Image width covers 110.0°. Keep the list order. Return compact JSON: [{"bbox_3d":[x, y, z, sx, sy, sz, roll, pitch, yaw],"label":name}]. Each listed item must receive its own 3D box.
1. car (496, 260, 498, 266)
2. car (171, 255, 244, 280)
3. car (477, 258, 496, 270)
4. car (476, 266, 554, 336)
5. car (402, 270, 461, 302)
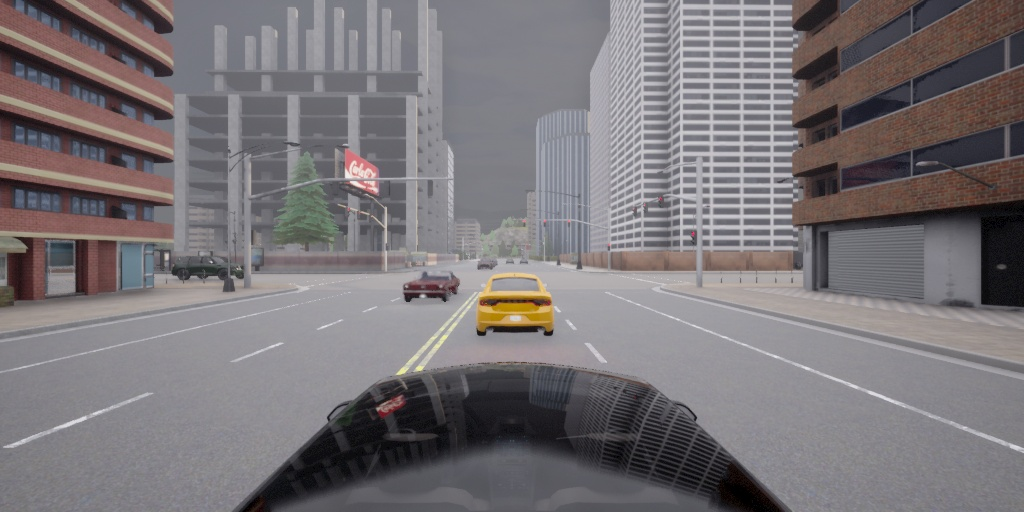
[{"bbox_3d":[-3.902,1.241,62.956,2.128,1.511,4.902,0,0,0],"label":"car"},{"bbox_3d":[-25.310,0.972,30.256,5.566,2.045,2.150,0,0,-1],"label":"car"},{"bbox_3d":[-3.874,1.102,52.699,2.097,1.767,4.553,0,0,0],"label":"car"},{"bbox_3d":[0.063,1.228,10.429,1.882,1.535,5.008,0,0,0],"label":"car"},{"bbox_3d":[-3.679,1.351,17.023,1.895,1.301,4.718,0,0,0],"label":"car"}]
